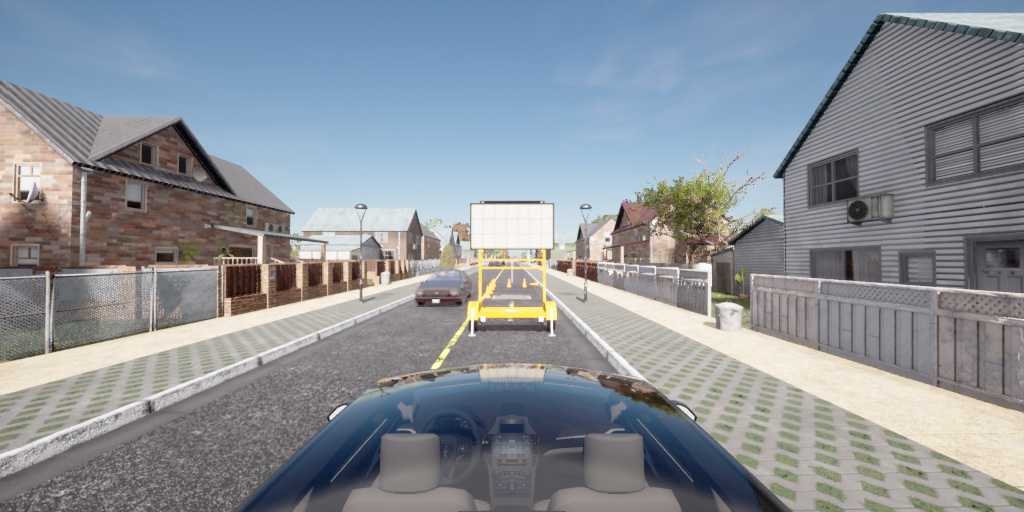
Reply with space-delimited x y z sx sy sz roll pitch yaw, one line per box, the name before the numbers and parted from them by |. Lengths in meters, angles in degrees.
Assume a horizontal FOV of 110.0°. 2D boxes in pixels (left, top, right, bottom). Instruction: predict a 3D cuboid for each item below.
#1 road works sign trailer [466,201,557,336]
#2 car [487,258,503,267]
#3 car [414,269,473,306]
road works sign trailer | 0.007 0.220 10.362 2.380 3.560 2.880 0 0 0
car | -2.881 1.449 57.758 1.994 1.385 4.181 0 0 0
car | -2.861 1.310 16.141 2.033 1.411 5.357 0 0 0
